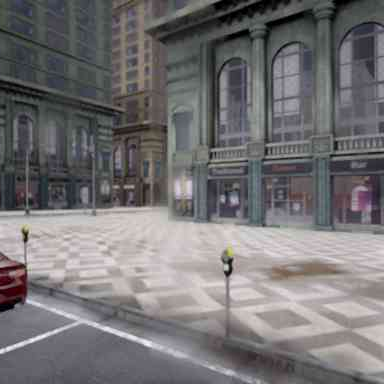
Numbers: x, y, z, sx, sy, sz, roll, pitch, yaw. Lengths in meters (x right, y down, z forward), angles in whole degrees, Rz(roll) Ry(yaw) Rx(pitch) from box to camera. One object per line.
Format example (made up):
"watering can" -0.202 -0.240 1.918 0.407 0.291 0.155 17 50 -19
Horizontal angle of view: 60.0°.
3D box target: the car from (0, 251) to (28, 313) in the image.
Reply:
"car" -5.027 1.547 6.521 4.507 1.381 1.887 0 0 35
